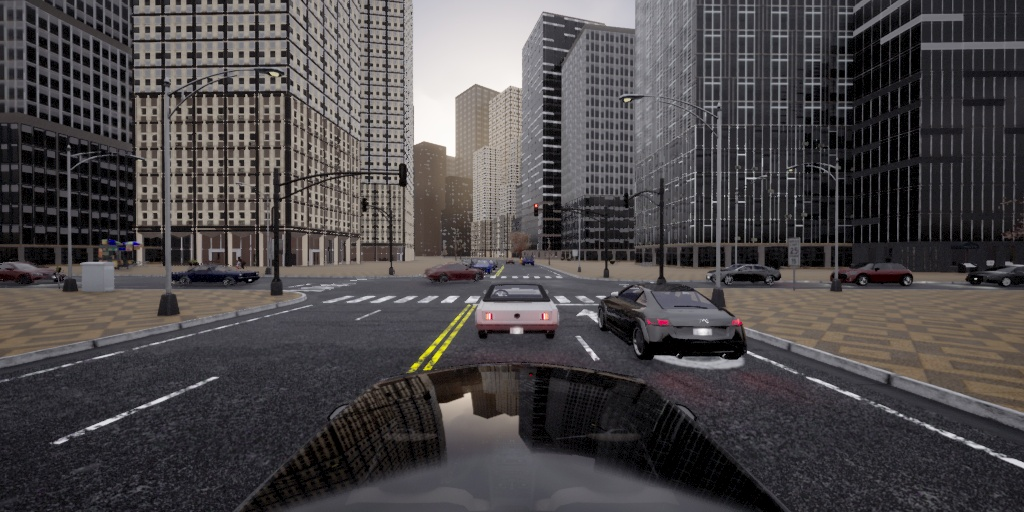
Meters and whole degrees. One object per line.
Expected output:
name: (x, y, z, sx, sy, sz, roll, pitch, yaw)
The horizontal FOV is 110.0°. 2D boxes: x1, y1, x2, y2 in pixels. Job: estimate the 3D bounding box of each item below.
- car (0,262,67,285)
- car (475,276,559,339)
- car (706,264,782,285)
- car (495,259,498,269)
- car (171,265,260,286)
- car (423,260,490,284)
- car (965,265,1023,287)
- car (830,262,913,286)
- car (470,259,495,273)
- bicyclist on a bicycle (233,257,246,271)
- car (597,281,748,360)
car: (-32.893, 1.134, 24.037, 4.674, 1.442, 1.812, 0, 0, 1)
car: (0.112, 1.350, 10.076, 1.895, 1.301, 4.718, 0, 0, 0)
car: (16.854, 1.306, 26.206, 4.902, 1.511, 2.128, 0, 0, 1)
car: (-3.273, 1.238, 50.031, 1.812, 1.442, 4.674, 0, 0, 0)
car: (-19.471, 1.273, 23.688, 4.718, 1.301, 1.895, 0, 0, 2)
car: (-4.331, 1.240, 26.877, 4.674, 1.442, 1.812, 0, 1, -36)
car: (35.837, 1.406, 25.770, 4.892, 1.490, 1.837, 0, 0, 1)
car: (25.936, 1.208, 25.997, 4.553, 1.767, 2.097, 0, 0, 1)
car: (-3.289, 1.205, 40.687, 1.882, 1.535, 5.008, 0, 0, 0)
bicyclist on a bicycle: (-24.659, 0.877, 32.557, 0.582, 1.620, 1.656, 0, 1, 2)
car: (3.365, 1.313, 8.359, 1.994, 1.385, 4.181, 0, 0, 0)
